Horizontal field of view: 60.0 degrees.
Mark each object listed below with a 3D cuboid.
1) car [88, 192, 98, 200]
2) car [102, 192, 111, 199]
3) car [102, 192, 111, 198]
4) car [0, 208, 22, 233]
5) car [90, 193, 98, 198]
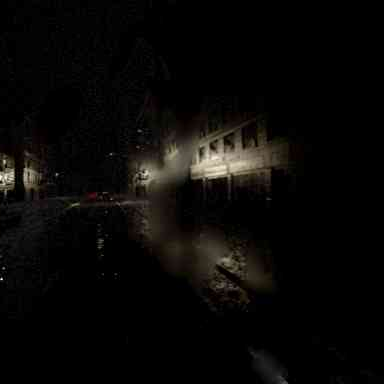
[{"bbox_3d":[-23.706,0.850,79.240,2.097,1.767,4.553,-2,1,-15],"label":"car"},{"bbox_3d":[-20.607,0.867,80.242,1.812,1.442,4.674,-2,1,-15],"label":"car"},{"bbox_3d":[-23.131,0.785,89.923,2.128,1.511,4.902,-2,1,-15],"label":"car"},{"bbox_3d":[-11.610,1.630,19.643,1.895,1.301,4.718,-2,1,-14],"label":"car"},{"bbox_3d":[-26.273,0.904,89.106,1.994,1.385,4.181,-2,1,-15],"label":"car"}]
